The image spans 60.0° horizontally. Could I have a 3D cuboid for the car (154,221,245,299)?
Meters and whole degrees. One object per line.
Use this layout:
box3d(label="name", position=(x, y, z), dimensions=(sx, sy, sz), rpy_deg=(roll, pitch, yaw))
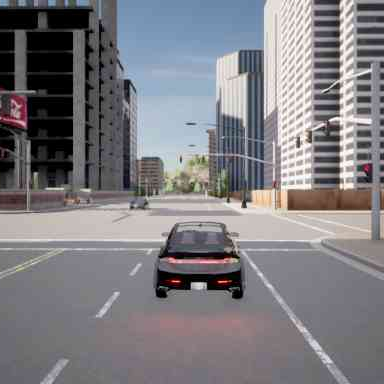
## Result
box3d(label="car", position=(0.205, 1.492, 8.460), dimensions=(2.128, 1.511, 4.902), rpy_deg=(0, 0, 2))

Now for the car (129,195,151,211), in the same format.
box3d(label="car", position=(-6.517, 1.491, 41.406), dimensions=(2.128, 1.511, 4.902), rpy_deg=(0, 0, 1))
